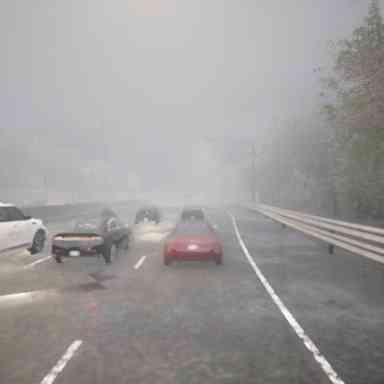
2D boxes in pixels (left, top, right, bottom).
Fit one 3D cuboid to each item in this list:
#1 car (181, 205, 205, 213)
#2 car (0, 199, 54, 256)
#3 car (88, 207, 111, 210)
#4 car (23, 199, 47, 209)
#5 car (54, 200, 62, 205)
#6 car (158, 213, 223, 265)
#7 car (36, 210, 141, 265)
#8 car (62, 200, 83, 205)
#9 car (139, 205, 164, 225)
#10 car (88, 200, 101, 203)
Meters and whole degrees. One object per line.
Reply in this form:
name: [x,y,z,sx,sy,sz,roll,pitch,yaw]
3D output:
car: [0.055,1.813,28.497,1.882,1.535,5.008,0,0,0]
car: [-6.963,1.353,11.141,2.150,2.045,5.566,0,0,1]
car: [-6.970,1.843,25.156,2.033,1.411,5.357,0,-1,0]
car: [-28.017,2.079,59.497,2.097,1.767,4.553,0,-1,1]
car: [-24.516,2.209,59.892,1.882,1.535,5.008,0,-1,1]
car: [0.047,1.709,12.351,1.994,1.385,4.181,0,-1,1]
car: [-3.454,1.635,12.272,2.128,1.511,4.902,0,-1,1]
car: [-21.019,2.228,60.030,2.128,1.511,4.902,0,-1,1]
car: [-3.454,1.827,27.309,1.837,1.490,4.892,0,0,0]
car: [-17.524,2.238,60.132,1.837,1.490,4.892,0,-1,1]
